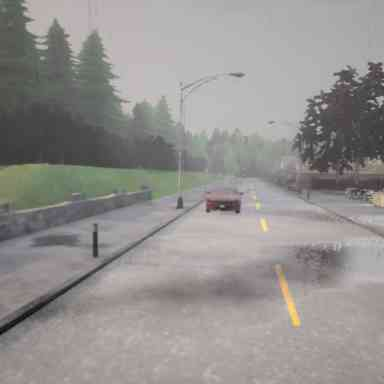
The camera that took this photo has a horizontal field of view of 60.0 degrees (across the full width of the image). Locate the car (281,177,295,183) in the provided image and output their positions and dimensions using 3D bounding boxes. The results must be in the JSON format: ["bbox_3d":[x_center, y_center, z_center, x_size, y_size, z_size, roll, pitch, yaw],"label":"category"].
[{"bbox_3d":[20.975,-2.510,71.307,5.357,1.415,2.033,-1,4,-31],"label":"car"}]

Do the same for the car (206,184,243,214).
[{"bbox_3d":[1.984,0.331,19.756,1.882,1.535,5.008,1,4,9],"label":"car"}]
